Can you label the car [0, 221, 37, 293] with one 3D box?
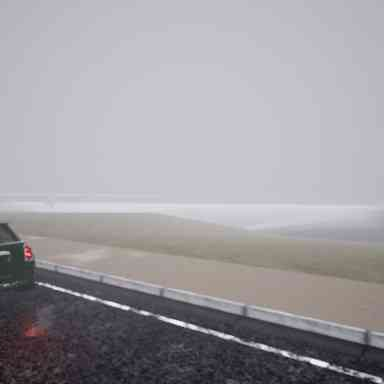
[{"bbox_3d":[-5.656,1.377,7.722,4.553,1.767,2.097,0,0,36],"label":"car"}]
